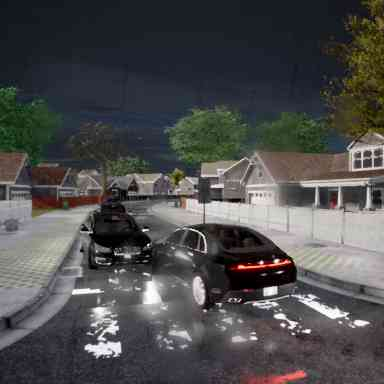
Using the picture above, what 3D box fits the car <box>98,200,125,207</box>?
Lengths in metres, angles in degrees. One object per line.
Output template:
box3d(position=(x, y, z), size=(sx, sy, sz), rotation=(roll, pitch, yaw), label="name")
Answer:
box3d(position=(-4.856, 1.498, 20.502), size=(1.837, 1.490, 4.892), rotation=(0, 0, -15), label="car")

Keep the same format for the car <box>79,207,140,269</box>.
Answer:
box3d(position=(-2.721, 1.492, 11.313), size=(1.837, 1.490, 4.892), rotation=(1, 0, -24), label="car")

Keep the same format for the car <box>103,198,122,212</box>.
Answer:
box3d(position=(-9.437, 1.521, 39.799), size=(1.812, 1.442, 4.674), rotation=(0, 0, -10), label="car")

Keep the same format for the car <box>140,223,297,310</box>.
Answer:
box3d(position=(0.381, 1.506, 8.015), size=(1.837, 1.490, 4.892), rotation=(0, 0, -24), label="car")
